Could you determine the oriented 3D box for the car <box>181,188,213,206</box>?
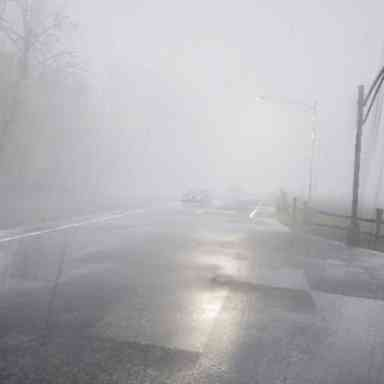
[{"bbox_3d":[0.527,0.397,29.032,2.033,1.411,5.357,3,2,14],"label":"car"}]

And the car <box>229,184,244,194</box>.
[{"bbox_3d":[7.624,-0.614,56.751,2.097,1.767,4.553,3,2,15],"label":"car"}]
